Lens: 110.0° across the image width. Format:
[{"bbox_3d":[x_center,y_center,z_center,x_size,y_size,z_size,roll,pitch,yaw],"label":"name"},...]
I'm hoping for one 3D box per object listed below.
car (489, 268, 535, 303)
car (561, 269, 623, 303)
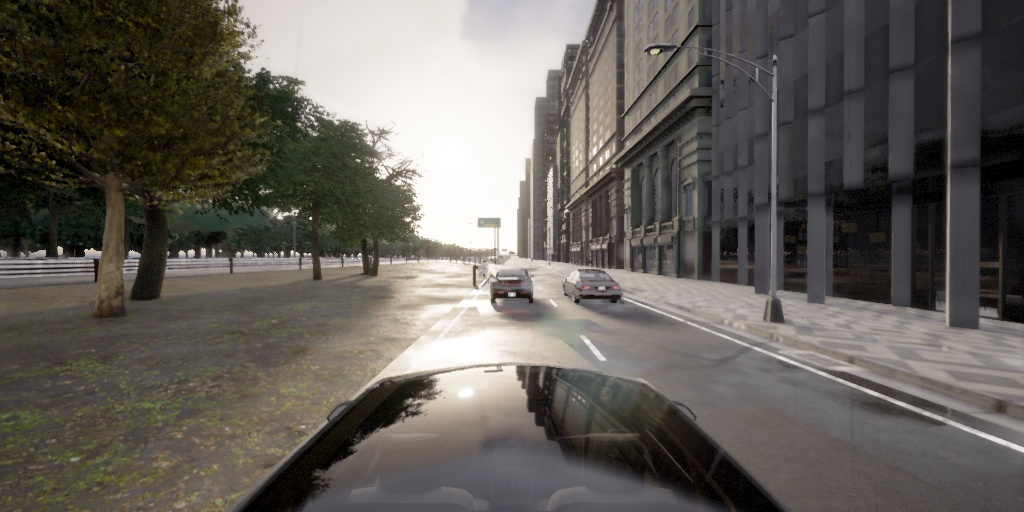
[{"bbox_3d":[0.001,1.263,16.501,1.837,1.490,4.892,0,0,0],"label":"car"},{"bbox_3d":[3.500,1.310,16.500,2.033,1.411,5.357,0,0,0],"label":"car"}]
